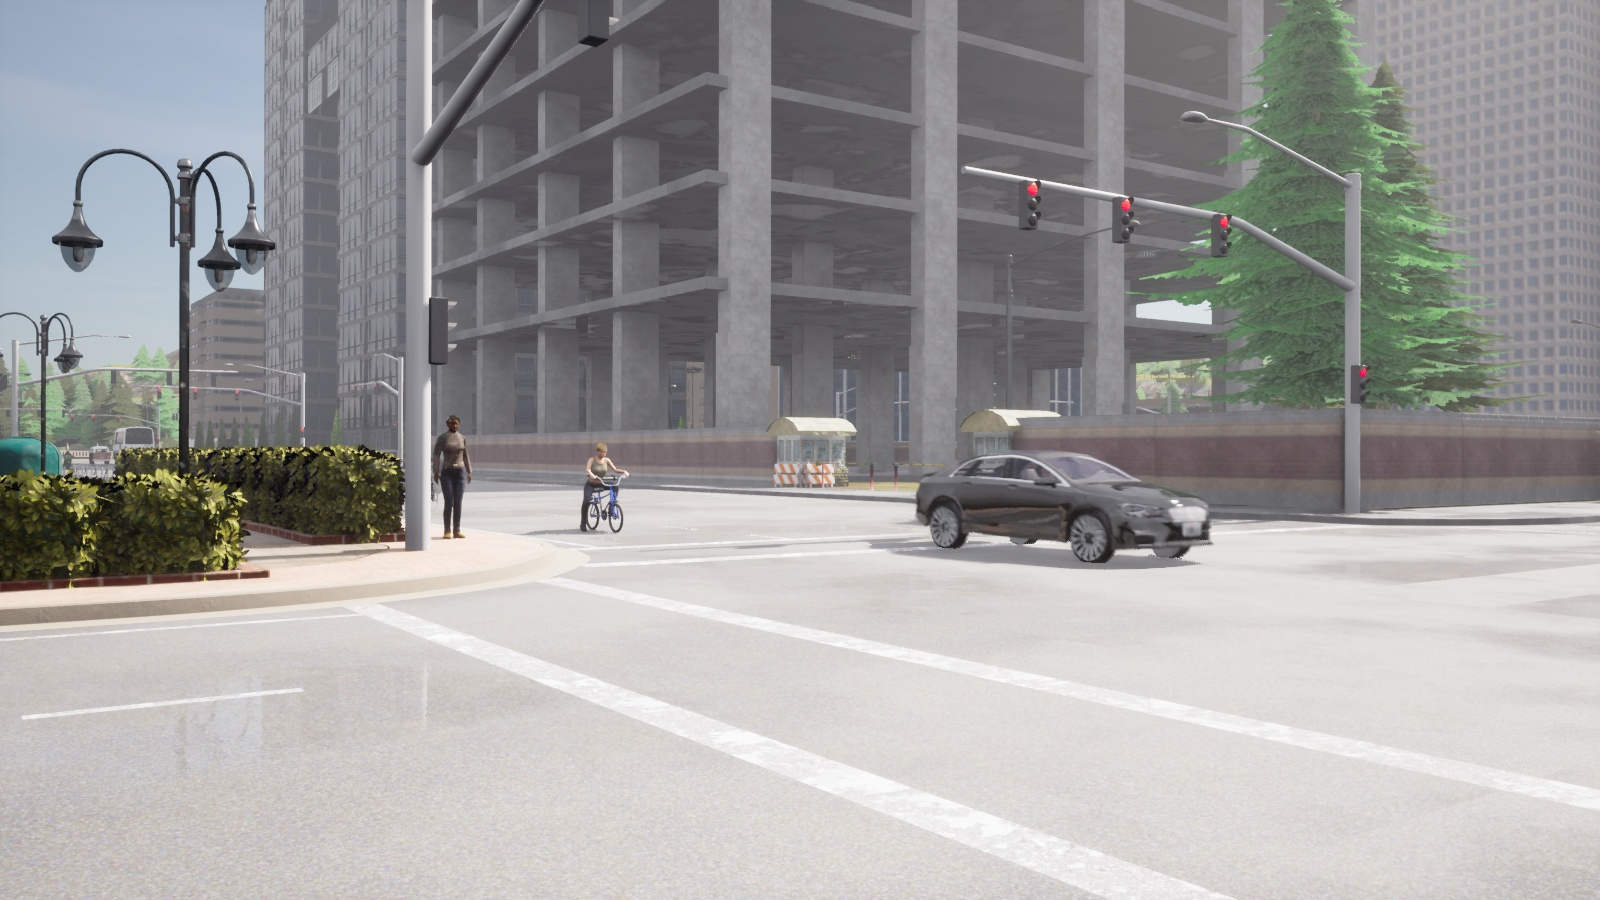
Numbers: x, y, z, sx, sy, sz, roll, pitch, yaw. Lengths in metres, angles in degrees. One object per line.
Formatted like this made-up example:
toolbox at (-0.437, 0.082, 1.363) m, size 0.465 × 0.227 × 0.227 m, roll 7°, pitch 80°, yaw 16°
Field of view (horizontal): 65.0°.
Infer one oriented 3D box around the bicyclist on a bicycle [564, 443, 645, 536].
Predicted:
bicyclist on a bicycle at (-3.550, 0.689, 22.760) m, size 0.866 × 1.612 × 1.509 m, roll 0°, pitch 0°, yaw -35°

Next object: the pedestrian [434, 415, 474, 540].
pedestrian at (-5.117, 0.400, 18.540) m, size 0.328 × 1.805 × 0.869 m, roll 0°, pitch 0°, yaw -33°

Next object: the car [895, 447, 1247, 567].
car at (3.785, 0.716, 18.441) m, size 2.128 × 1.511 × 4.902 m, roll 0°, pitch 0°, yaw -35°
